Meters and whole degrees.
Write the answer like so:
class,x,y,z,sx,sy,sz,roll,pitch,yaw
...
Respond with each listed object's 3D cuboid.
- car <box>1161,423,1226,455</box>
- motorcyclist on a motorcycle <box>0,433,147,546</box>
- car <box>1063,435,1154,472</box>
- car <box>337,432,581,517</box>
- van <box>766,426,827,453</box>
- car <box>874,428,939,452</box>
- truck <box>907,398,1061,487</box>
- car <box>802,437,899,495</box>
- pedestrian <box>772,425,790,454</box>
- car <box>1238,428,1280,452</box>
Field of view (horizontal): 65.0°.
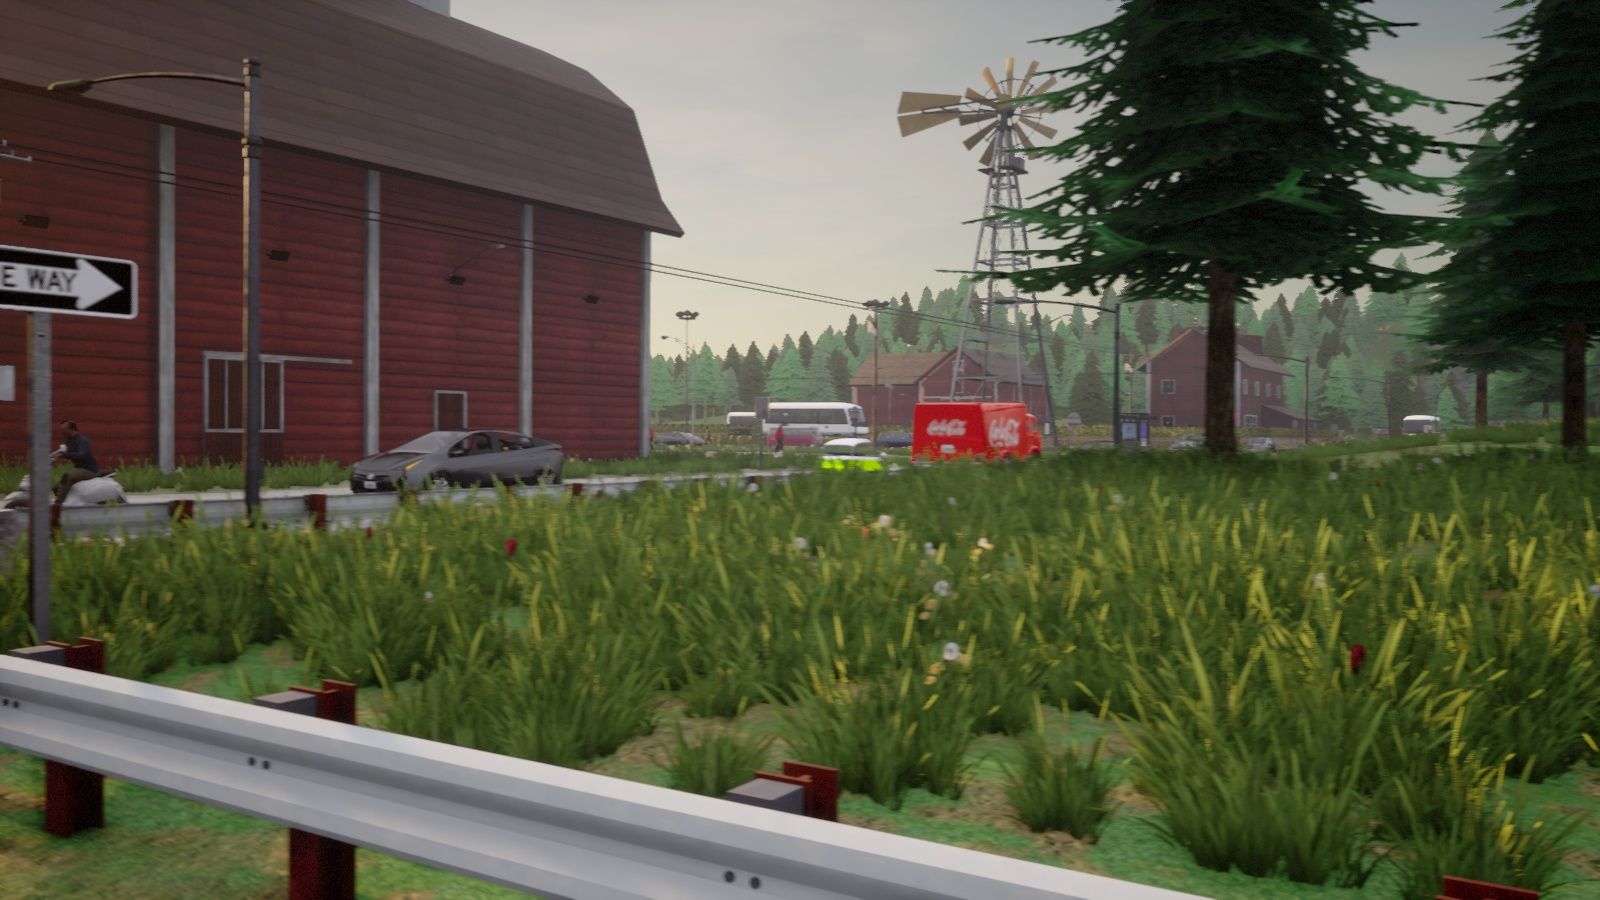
class,x,y,z,sx,sy,sz,roll,pitch,yaw
car,21.784,-0.626,69.392,2.152,1.651,5.027,0,1,33
motorcyclist on a motorcycle,-10.890,0.552,18.747,0.866,1.590,1.817,0,1,33
car,11.689,0.095,47.288,1.895,1.301,4.718,0,1,33
car,-6.716,0.417,25.215,2.007,1.525,4.514,0,1,33
van,-0.271,-0.819,95.810,4.442,1.987,1.775,0,1,32
car,7.835,-0.739,92.565,4.553,1.767,2.097,0,1,12
truck,5.642,-0.295,37.919,2.627,2.467,5.204,0,2,33
car,1.283,0.370,31.159,1.481,1.376,2.207,0,1,33
pedestrian,-1.213,-0.683,79.837,0.899,1.844,0.634,0,1,37
car,30.094,-0.646,82.277,1.845,1.501,3.633,0,1,32
